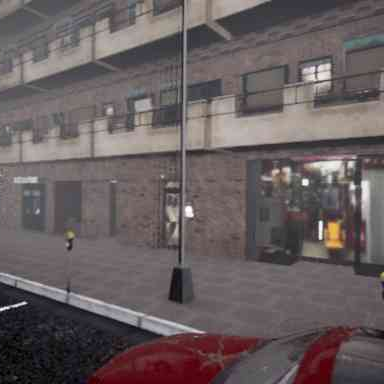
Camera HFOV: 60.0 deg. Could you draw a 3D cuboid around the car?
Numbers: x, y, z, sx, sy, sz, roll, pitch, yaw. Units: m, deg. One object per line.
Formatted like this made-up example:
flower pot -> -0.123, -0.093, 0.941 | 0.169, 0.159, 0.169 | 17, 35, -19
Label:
car -> 0.999, 1.582, 1.997 | 4.206, 1.307, 1.802 | 0, 1, 36
